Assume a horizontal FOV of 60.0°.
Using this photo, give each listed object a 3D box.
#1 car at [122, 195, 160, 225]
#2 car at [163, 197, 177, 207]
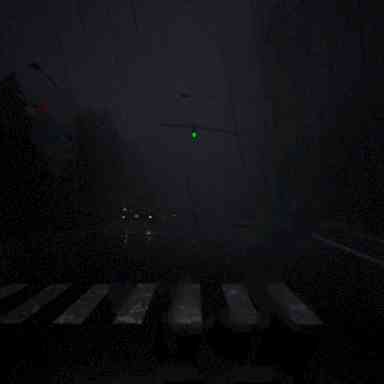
[{"bbox_3d":[-3.721,1.284,25.146,2.150,2.045,5.566,0,-1,0],"label":"car"},{"bbox_3d":[-3.493,1.600,53.499,1.837,1.490,4.892,0,-1,0],"label":"car"}]
